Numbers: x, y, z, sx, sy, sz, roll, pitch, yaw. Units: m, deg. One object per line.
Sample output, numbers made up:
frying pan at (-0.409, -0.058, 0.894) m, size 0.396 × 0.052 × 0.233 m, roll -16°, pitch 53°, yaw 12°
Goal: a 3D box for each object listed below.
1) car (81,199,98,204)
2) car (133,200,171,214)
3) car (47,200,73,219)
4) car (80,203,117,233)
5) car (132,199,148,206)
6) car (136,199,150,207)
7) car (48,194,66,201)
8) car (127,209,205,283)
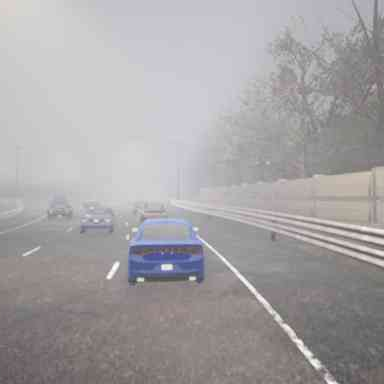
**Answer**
car at (-13.659, 1.630, 44.609) m, size 2.128 × 1.511 × 4.902 m, roll 0°, pitch 0°, yaw -24°
car at (-2.679, 1.559, 22.688) m, size 2.128 × 1.511 × 4.902 m, roll 0°, pitch 0°, yaw -11°
car at (-11.676, 1.695, 29.733) m, size 1.895 × 1.301 × 4.718 m, roll 0°, pitch 0°, yaw -17°
car at (-5.676, 1.610, 20.364) m, size 2.033 × 1.411 × 5.357 m, roll 0°, pitch 0°, yaw -12°
car at (-5.426, 1.654, 35.602) m, size 2.033 × 1.411 × 5.357 m, roll 0°, pitch 0°, yaw -11°
car at (-8.003, 1.763, 54.445) m, size 1.895 × 1.301 × 4.718 m, roll 0°, pitch 0°, yaw -5°
car at (-20.398, 1.382, 50.306) m, size 2.150 × 2.045 × 5.566 m, roll 0°, pitch 0°, yaw -29°
car at (-0.779, 1.506, 9.816) m, size 1.882 × 1.535 × 5.008 m, roll 0°, pitch 0°, yaw -5°
